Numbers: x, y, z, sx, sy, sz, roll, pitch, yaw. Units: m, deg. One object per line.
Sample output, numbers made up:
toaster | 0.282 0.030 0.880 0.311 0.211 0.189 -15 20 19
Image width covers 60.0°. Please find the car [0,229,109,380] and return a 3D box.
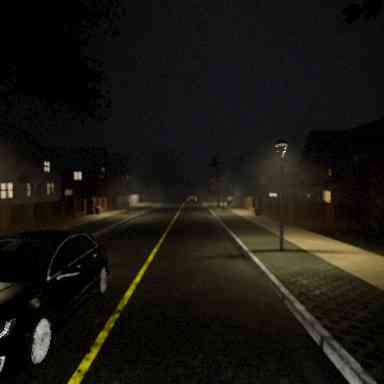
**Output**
car | -2.789 1.477 5.691 1.837 1.490 4.892 0 0 1

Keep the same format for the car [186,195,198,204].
car | 0.000 1.332 56.013 1.895 1.301 4.718 0 0 0

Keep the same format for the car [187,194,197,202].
car | -0.001 1.229 66.135 2.033 1.411 5.357 0 0 0
